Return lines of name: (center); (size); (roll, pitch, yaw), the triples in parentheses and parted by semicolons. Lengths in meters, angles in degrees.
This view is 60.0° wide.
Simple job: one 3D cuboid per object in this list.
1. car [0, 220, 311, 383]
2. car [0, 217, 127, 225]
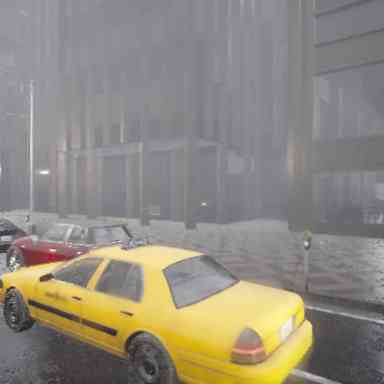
car: (-1.054, 1.466, 5.116); (5.366, 1.575, 1.801); (0, 0, 36)
car: (-3.213, 1.457, 8.954); (4.097, 1.590, 1.967); (0, 0, 36)
